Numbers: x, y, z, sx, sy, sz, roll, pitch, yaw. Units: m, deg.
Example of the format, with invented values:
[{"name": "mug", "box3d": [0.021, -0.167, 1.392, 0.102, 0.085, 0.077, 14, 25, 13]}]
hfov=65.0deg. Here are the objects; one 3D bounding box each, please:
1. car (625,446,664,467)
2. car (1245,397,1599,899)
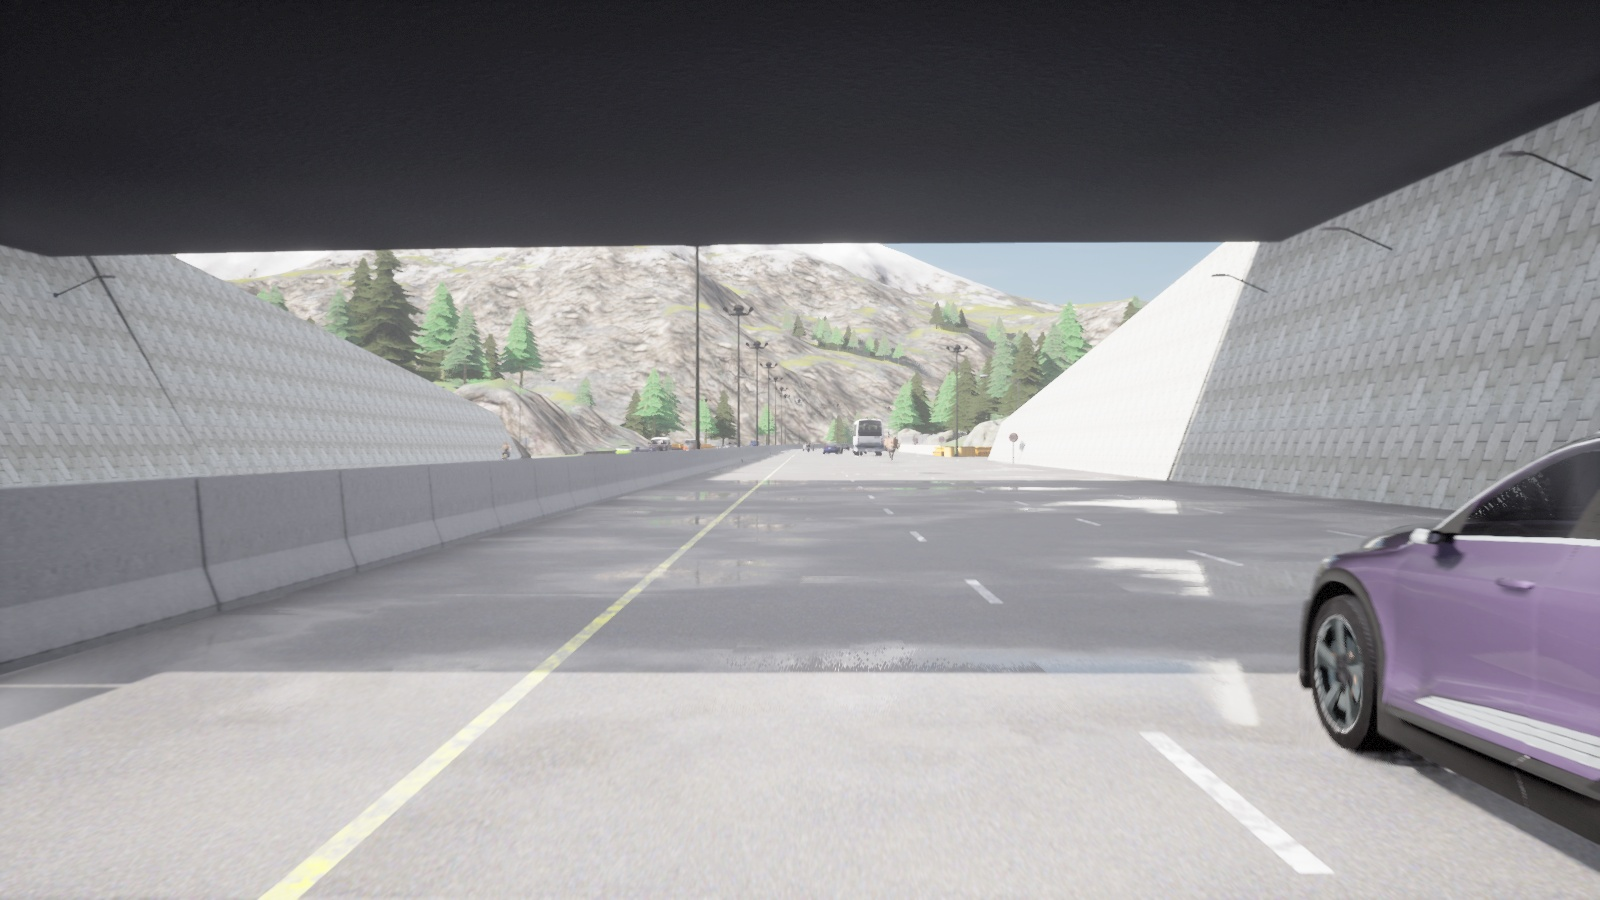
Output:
[{"name": "car", "box3d": [-9.969, 0.384, 80.784, 1.895, 1.301, 4.718, 0, 0, 0]}, {"name": "car", "box3d": [3.542, 0.653, 4.732, 2.033, 1.649, 4.856, 0, 0, 0]}]
